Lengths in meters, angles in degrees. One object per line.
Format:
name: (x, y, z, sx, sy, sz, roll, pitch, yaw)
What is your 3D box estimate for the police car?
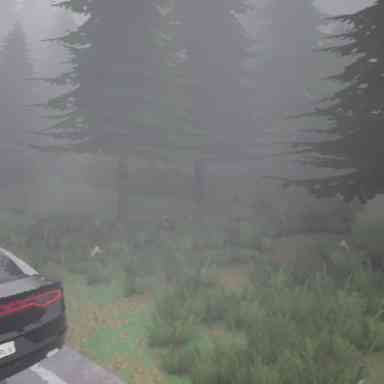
police car: (-3.897, 1.367, 4.863, 5.238, 1.638, 1.930, 0, 3, 38)
